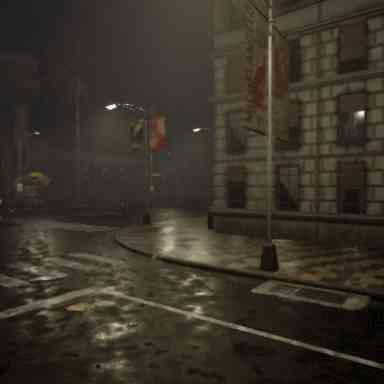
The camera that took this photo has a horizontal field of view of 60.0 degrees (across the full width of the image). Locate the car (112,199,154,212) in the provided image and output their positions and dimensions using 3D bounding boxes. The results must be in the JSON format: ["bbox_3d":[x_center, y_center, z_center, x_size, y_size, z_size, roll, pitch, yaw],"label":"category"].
[{"bbox_3d":[-6.406,1.410,36.198,1.895,1.301,4.718,1,0,36],"label":"car"}]

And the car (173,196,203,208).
[{"bbox_3d":[-0.502,1.302,44.127,2.128,1.511,4.902,1,0,37],"label":"car"}]
